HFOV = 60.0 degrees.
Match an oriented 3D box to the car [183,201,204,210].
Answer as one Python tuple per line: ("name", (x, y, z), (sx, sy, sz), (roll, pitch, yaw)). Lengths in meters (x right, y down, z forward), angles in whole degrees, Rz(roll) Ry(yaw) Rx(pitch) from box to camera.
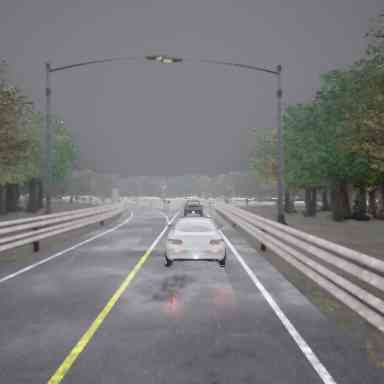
("car", (0.126, 1.648, 33.413), (1.837, 1.490, 4.892), (1, 0, 0))

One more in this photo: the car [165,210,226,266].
("car", (0.110, 1.553, 11.490), (1.812, 1.442, 4.674), (0, 0, 0))
